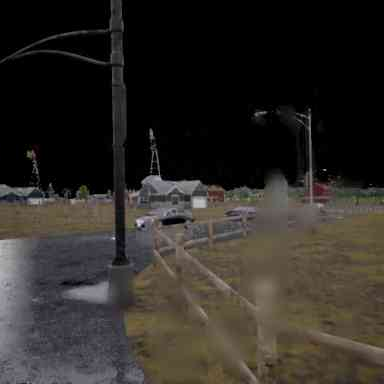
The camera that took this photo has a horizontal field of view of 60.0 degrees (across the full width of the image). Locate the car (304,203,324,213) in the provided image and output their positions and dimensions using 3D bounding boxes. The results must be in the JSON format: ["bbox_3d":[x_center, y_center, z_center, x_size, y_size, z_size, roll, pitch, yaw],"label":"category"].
[{"bbox_3d":[18.341,2.411,49.822,1.837,1.490,4.892,-2,-3,37],"label":"car"}]

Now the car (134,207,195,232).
[{"bbox_3d":[-1.779,1.819,22.634,2.128,1.511,4.902,-2,-2,38],"label":"car"}]

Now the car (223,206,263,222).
[{"bbox_3d":[5.010,2.063,31.871,2.033,1.411,5.357,-2,-2,36],"label":"car"}]
